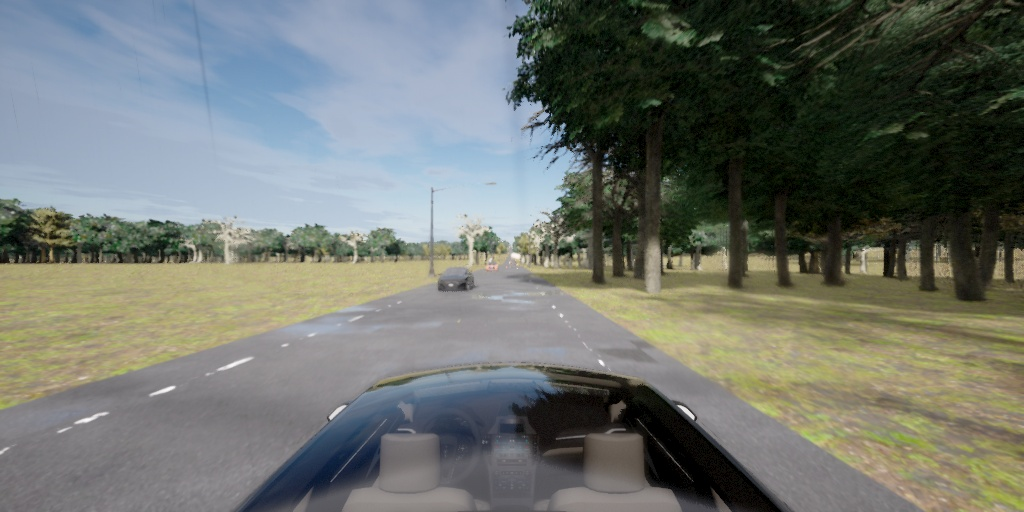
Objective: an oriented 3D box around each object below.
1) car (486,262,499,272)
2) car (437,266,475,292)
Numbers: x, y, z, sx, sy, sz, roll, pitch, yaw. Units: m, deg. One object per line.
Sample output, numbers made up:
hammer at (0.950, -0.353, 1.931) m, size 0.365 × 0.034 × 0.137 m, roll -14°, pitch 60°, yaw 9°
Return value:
car at (-3.504, 1.836, 64.028) m, size 2.097 × 1.767 × 4.553 m, roll 0°, pitch -1°, yaw 1°
car at (-3.590, 1.464, 23.625) m, size 1.882 × 1.535 × 5.008 m, roll 0°, pitch -1°, yaw 0°
